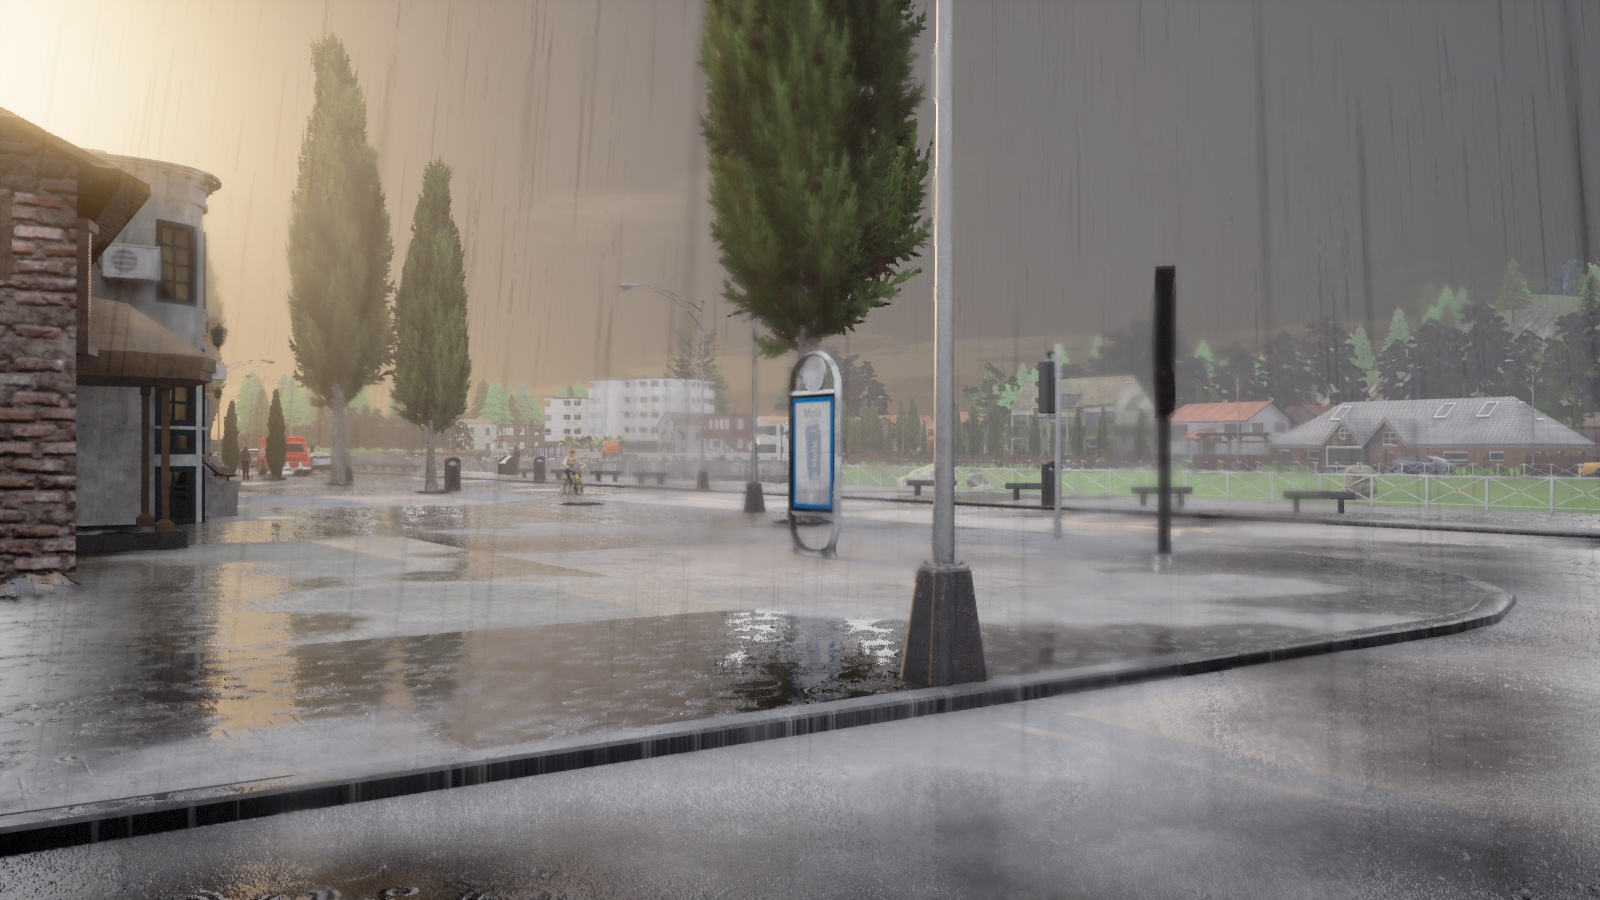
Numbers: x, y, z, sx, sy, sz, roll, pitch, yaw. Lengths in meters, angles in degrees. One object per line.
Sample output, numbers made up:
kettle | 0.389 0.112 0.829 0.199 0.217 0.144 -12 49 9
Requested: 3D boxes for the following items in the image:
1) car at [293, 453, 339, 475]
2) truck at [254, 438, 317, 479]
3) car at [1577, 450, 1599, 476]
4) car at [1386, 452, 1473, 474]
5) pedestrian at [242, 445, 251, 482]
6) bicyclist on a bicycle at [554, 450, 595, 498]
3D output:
car | -34.340 0.982 89.035 2.007 1.525 4.514 0 0 -34
truck | -32.541 0.521 79.358 2.627 2.467 5.204 0 0 -34
car | 49.901 0.762 75.318 1.801 1.575 5.366 0 0 -34
car | 42.855 0.863 85.577 2.163 1.488 4.792 0 0 -34
pedestrian | -27.174 0.663 61.655 0.331 1.846 0.634 0 0 -34
bicyclist on a bicycle | -7.791 0.804 43.352 0.866 1.612 1.509 0 0 -35
